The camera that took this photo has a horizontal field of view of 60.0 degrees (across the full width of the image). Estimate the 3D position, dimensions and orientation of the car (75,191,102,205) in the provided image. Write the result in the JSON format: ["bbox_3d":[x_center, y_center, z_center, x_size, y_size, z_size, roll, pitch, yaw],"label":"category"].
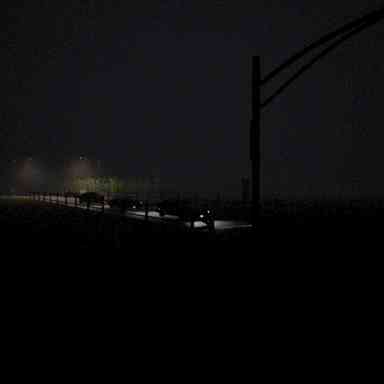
[{"bbox_3d":[-12.453,0.743,41.068,1.882,1.535,5.008,0,1,-35],"label":"car"}]

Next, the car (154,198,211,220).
[{"bbox_3d":[-0.855,1.180,24.361,2.033,1.411,5.357,0,1,-35],"label":"car"}]

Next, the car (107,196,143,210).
[{"bbox_3d":[-6.591,1.051,32.613,1.895,1.301,4.718,0,1,-35],"label":"car"}]

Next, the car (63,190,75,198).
[{"bbox_3d":[-22.525,0.355,62.016,1.882,1.535,5.008,0,1,-35],"label":"car"}]
